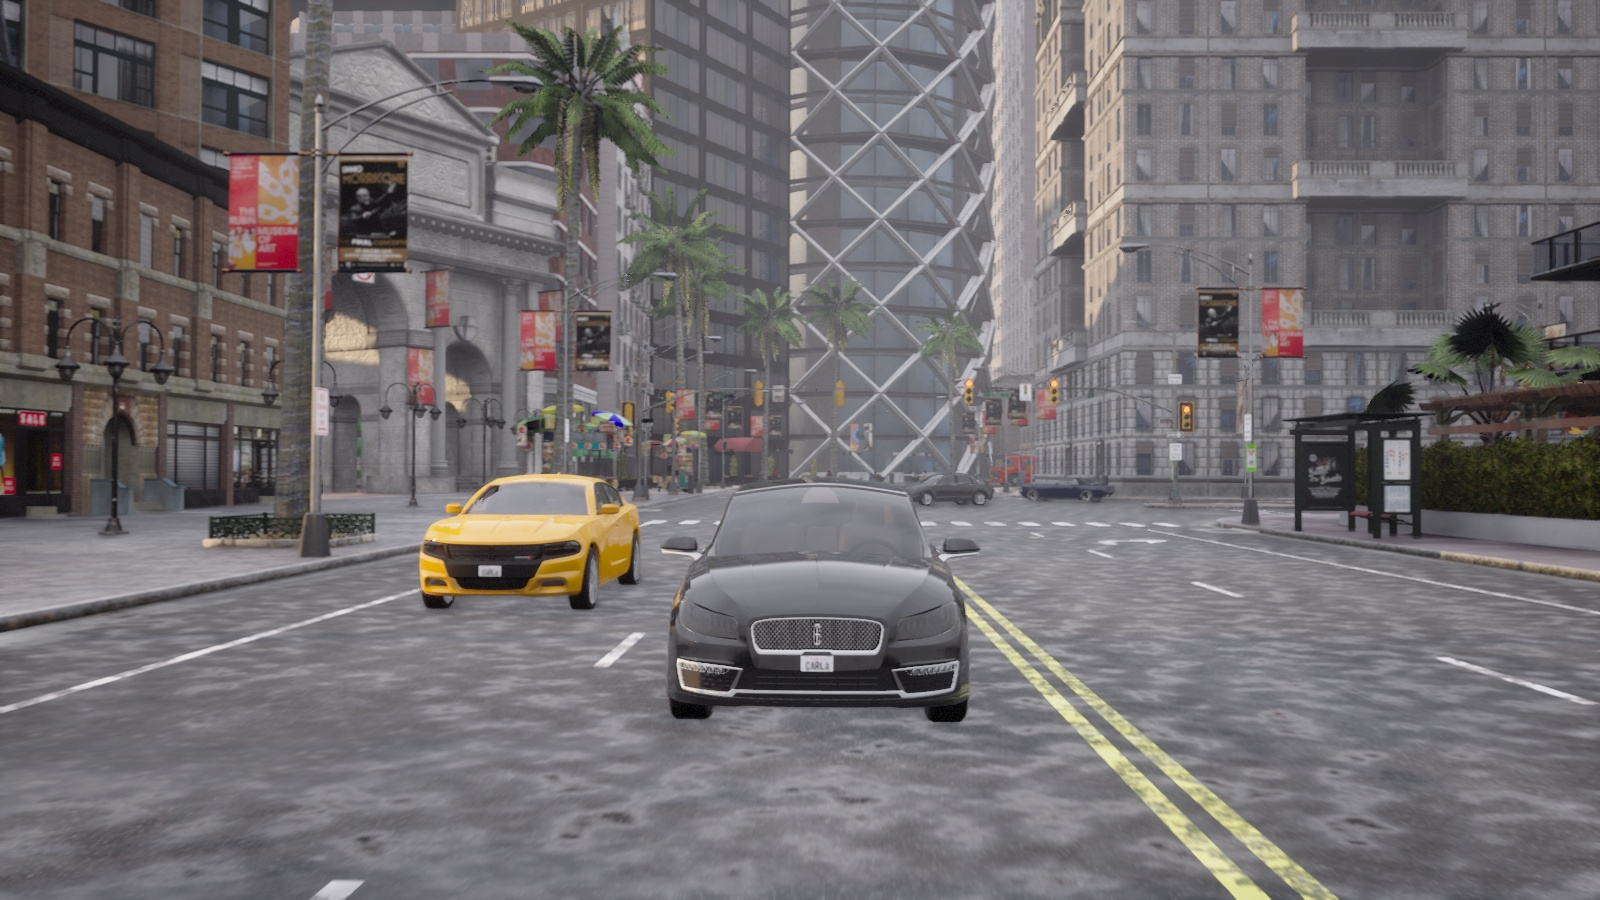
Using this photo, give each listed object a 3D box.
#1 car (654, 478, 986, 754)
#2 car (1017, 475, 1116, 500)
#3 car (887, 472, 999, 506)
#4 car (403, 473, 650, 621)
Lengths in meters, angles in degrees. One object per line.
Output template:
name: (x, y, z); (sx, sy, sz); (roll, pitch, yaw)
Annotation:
car: (0.167, 0.976, 9.402); (1.837, 1.490, 4.892); (0, -1, 1)
car: (14.096, 1.977, 66.480); (4.718, 1.301, 1.895); (-1, -1, 30)
car: (6.614, 1.767, 57.992); (4.892, 1.490, 1.837); (0, -1, -26)
car: (-3.177, 1.067, 15.692); (1.882, 1.535, 5.008); (0, -1, 1)
